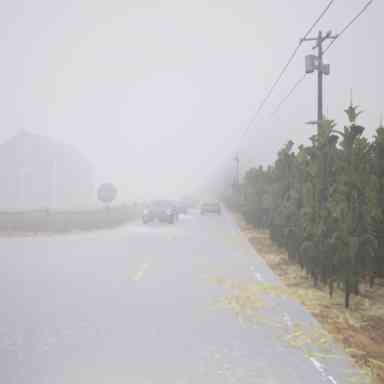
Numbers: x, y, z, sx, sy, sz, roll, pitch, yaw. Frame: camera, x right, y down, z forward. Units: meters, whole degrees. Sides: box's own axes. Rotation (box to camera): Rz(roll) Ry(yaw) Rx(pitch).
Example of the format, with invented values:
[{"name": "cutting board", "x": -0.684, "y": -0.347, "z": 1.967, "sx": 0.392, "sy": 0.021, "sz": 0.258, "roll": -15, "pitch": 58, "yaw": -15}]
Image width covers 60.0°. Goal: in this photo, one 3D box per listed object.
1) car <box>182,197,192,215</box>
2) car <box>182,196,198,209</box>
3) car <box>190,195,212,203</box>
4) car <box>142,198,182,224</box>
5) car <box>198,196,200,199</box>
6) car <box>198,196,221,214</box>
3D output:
[{"name": "car", "x": -1.473, "y": 1.538, "z": 34.125, "sx": 1.994, "sy": 1.385, "sz": 4.181, "roll": 0, "pitch": 0, "yaw": 4}, {"name": "car", "x": -0.698, "y": 1.320, "z": 44.168, "sx": 2.097, "sy": 1.767, "sz": 4.553, "roll": 0, "pitch": 0, "yaw": 4}, {"name": "car", "x": 1.835, "y": 1.472, "z": 69.289, "sx": 4.674, "sy": 1.442, "sz": 1.812, "roll": 0, "pitch": 0, "yaw": 42}, {"name": "car", "x": -2.214, "y": 1.333, "z": 24.363, "sx": 2.097, "sy": 1.767, "sz": 4.553, "roll": 0, "pitch": 0, "yaw": 4}, {"name": "car", "x": 0.629, "y": 1.466, "z": 60.422, "sx": 1.837, "sy": 1.490, "sz": 4.892, "roll": 0, "pitch": 0, "yaw": 5}, {"name": "car", "x": 1.958, "y": 1.451, "z": 34.423, "sx": 1.882, "sy": 1.535, "sz": 5.008, "roll": 0, "pitch": 0, "yaw": 4}]
